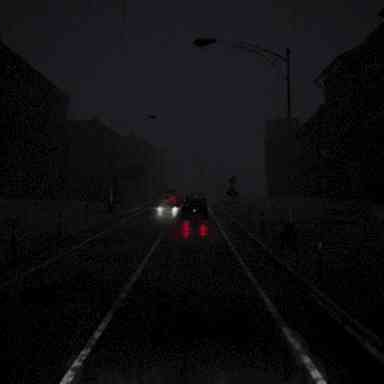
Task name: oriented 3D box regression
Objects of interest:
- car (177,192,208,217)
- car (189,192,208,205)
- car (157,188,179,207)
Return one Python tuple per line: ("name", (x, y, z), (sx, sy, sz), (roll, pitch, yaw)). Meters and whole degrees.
("car", (0.204, 1.015, 25.343), (2.128, 1.511, 4.902), (0, 1, 1))
("car", (0.953, 0.804, 42.905), (2.128, 1.511, 4.902), (0, 0, 5))
("car", (-2.594, 0.571, 38.124), (2.150, 2.045, 5.566), (0, 0, 3))
